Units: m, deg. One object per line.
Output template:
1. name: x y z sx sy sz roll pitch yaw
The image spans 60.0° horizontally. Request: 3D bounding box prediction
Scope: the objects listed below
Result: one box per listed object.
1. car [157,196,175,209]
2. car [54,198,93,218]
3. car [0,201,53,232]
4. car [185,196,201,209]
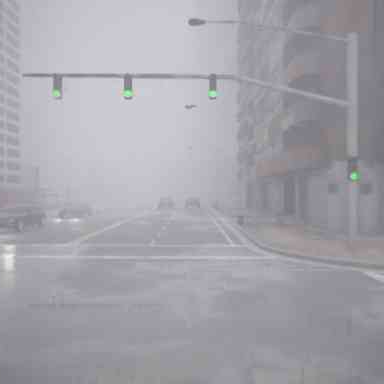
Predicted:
1. car: -3.397 1.372 44.496 2.097 1.767 4.553 0 0 0
2. car: -10.586 1.539 30.635 1.812 1.442 4.674 0 0 0
3. car: -10.597 1.514 20.375 1.837 1.490 4.892 0 0 0
4. car: 0.148 1.373 46.900 2.097 1.767 4.553 0 0 1
